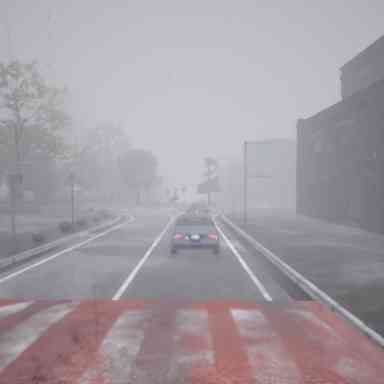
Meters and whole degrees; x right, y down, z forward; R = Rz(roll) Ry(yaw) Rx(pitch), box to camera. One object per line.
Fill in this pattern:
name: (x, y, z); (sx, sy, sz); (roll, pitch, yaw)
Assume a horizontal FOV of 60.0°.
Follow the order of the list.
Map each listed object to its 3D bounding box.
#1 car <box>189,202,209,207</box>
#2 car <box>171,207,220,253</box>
car: (0.640, 1.608, 30.919); (1.994, 1.385, 4.181); (0, 0, 5)
car: (0.109, 1.572, 13.789); (2.033, 1.411, 5.357); (0, 0, 0)
